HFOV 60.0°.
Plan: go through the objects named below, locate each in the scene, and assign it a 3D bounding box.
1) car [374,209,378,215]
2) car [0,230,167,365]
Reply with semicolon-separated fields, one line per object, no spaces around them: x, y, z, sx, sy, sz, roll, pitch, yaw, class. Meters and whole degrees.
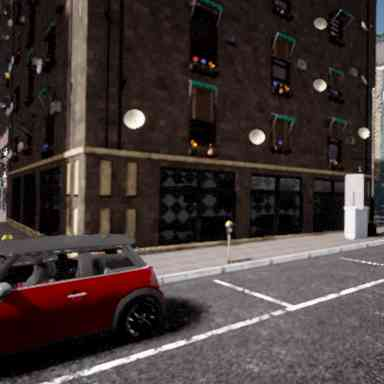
16.967;1.961;34.556;1.802;1.307;4.206;1;-1;-35;car
-2.491;1.444;4.927;4.097;1.590;1.967;0;1;-35;car
